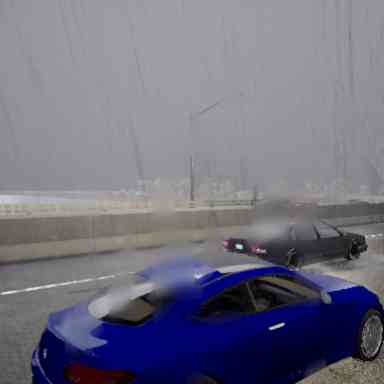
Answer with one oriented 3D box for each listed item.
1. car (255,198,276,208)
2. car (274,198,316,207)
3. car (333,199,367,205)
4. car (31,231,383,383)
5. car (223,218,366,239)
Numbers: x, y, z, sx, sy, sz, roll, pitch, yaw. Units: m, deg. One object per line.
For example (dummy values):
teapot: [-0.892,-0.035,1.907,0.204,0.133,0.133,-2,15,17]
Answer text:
car: [8.934,1.408,35.867,5.008,1.535,1.882,0,0,-35]
car: [10.680,1.532,32.824,4.718,1.301,1.895,0,0,-35]
car: [14.916,1.417,31.484,4.902,1.511,2.128,0,0,-34]
car: [0.576,1.517,4.188,4.674,1.442,1.812,0,0,-35]
car: [3.327,1.522,10.393,5.357,1.411,2.033,0,0,-35]
